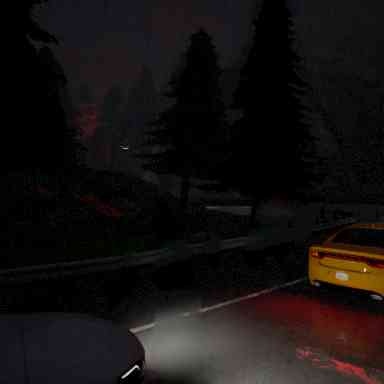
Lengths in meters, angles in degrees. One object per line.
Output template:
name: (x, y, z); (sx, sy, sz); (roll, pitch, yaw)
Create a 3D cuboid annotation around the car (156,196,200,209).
car: (-2.050, 1.509, 47.432); (5.357, 1.411, 2.033); (0, 0, 35)

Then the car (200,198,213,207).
car: (-0.056, 1.509, 50.310); (5.357, 1.411, 2.033); (0, 0, 35)

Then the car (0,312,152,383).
car: (-2.523, 1.526, 2.208); (4.674, 1.442, 1.812); (0, 0, -36)

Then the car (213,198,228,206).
car: (3.279, 1.569, 52.268); (4.718, 1.301, 1.895); (0, 0, 34)

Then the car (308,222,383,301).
car: (4.749, 1.478, 8.075); (5.008, 1.535, 1.882); (0, 0, -42)
